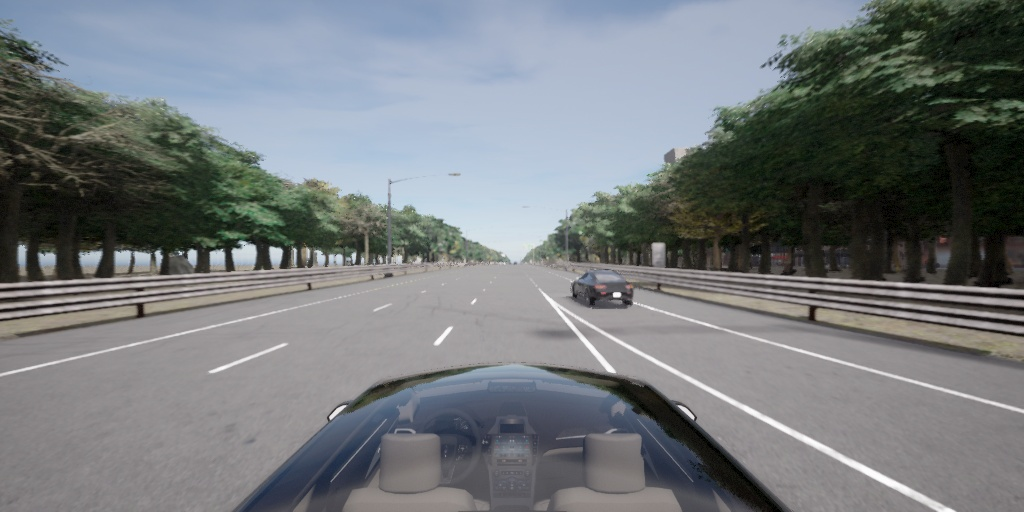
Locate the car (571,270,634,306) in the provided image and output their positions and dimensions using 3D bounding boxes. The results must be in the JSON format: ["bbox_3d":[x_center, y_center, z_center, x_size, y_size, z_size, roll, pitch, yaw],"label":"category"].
[{"bbox_3d":[3.966,1.360,16.214,1.812,1.442,4.674,0,0,-3],"label":"car"}]
